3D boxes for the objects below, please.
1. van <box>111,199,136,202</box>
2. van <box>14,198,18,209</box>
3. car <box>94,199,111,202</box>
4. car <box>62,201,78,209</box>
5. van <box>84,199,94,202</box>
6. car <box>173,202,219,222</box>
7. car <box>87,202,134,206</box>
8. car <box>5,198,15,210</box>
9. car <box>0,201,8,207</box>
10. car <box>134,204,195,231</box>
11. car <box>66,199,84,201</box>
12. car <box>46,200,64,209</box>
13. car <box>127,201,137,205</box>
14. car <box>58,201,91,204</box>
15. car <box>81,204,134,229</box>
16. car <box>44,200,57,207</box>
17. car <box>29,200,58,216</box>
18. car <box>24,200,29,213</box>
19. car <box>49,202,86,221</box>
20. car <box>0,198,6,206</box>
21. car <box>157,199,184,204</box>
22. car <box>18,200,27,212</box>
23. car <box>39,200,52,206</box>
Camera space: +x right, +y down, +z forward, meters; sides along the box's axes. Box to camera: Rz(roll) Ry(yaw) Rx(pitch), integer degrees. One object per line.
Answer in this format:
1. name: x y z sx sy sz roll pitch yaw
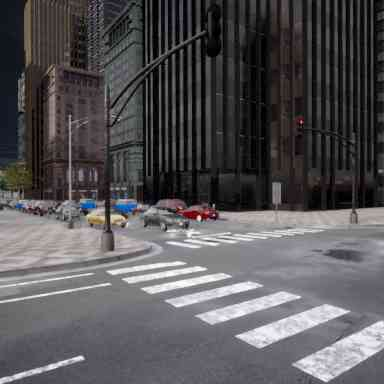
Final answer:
1. van: -8.328 1.832 41.883 1.690 1.788 3.998 -1 0 -35
2. van: -26.287 2.122 52.350 1.690 1.788 3.998 -1 0 -35
3. car: -11.277 1.874 46.028 2.192 1.841 5.009 -1 0 -35
4. car: -22.810 2.406 62.163 1.802 1.307 4.206 -1 0 -35
5. van: -17.174 2.037 54.318 1.690 1.788 3.998 -1 0 -35
6. car: 0.524 1.828 29.447 1.887 1.381 4.507 -1 0 -35
7. car: -7.696 1.936 30.889 2.033 1.411 5.357 0 -1 -36
8. car: -32.062 2.353 60.451 1.967 1.590 4.097 -1 0 -35
9. car: -44.549 2.770 77.963 1.802 1.307 4.206 -1 0 -35
10. car: -2.019 1.782 22.954 1.812 1.442 4.674 0 -1 -34
11. car: -19.365 2.059 52.758 2.097 1.767 4.553 0 -1 -36
12. car: -25.072 2.315 60.756 1.882 1.535 5.008 0 -1 -35
13. car: -5.373 2.004 37.738 1.802 1.307 4.206 -1 0 -35
14. car: -14.041 2.085 39.800 2.033 1.411 5.357 0 -1 -35
15. car: -6.327 1.843 24.366 1.752 1.417 4.829 -1 0 -35
16. car: -31.871 2.594 74.869 1.947 1.339 4.313 -1 0 -35
17. car: -17.777 1.900 40.416 2.192 1.841 5.009 -1 0 -35
18. car: -20.609 2.195 44.394 1.887 1.381 4.507 -1 0 -35
19. car: -12.098 2.004 32.460 2.008 1.369 4.403 -1 0 -35
20. car: -41.428 2.666 73.586 1.887 1.381 4.507 -1 0 -35
21. car: -2.430 1.668 33.593 2.192 1.841 5.009 -1 0 -35
22. car: -23.448 2.156 48.372 1.967 1.590 4.097 -1 0 -35
23. car: -34.893 2.659 79.106 1.947 1.339 4.313 -1 0 -35
